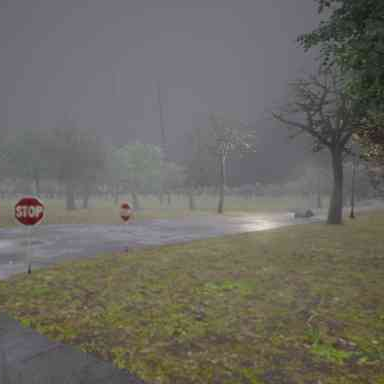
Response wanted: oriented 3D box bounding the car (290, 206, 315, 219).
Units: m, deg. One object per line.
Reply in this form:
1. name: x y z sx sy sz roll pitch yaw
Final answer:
1. car: 16.978 3.255 50.054 2.033 1.411 5.357 1 -1 35

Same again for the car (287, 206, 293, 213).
1. car: 20.745 3.581 67.250 1.994 1.385 4.181 1 -1 36
